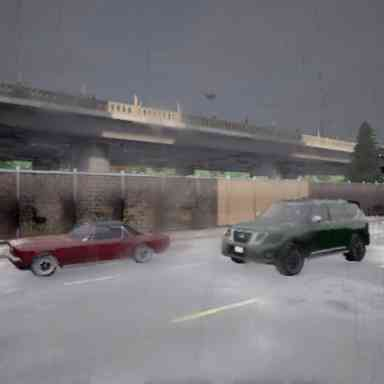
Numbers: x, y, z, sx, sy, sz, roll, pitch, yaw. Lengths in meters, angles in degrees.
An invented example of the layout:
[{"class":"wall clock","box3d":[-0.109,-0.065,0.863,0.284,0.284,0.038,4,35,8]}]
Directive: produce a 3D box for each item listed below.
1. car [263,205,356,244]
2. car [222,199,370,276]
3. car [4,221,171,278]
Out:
[{"class":"car","box3d":[6.028,1.524,16.837,5.008,1.535,1.882,0,0,-35]},{"class":"car","box3d":[3.554,1.252,10.783,5.566,2.045,2.150,0,0,-35]},{"class":"car","box3d":[-3.122,1.612,10.349,4.718,1.301,1.895,0,0,-35]}]
